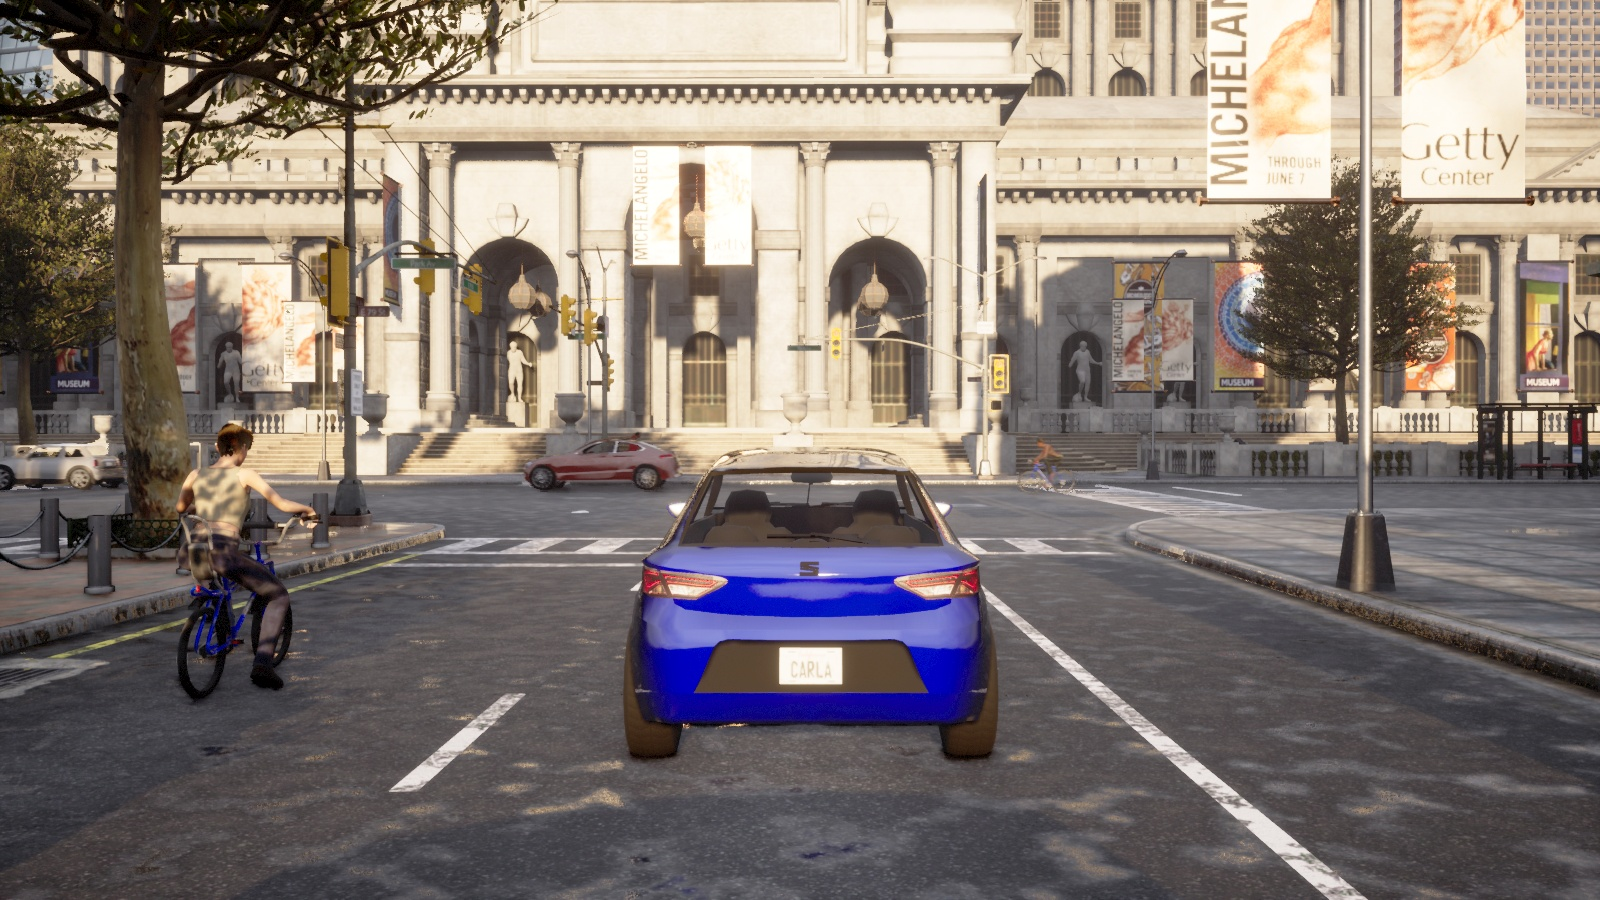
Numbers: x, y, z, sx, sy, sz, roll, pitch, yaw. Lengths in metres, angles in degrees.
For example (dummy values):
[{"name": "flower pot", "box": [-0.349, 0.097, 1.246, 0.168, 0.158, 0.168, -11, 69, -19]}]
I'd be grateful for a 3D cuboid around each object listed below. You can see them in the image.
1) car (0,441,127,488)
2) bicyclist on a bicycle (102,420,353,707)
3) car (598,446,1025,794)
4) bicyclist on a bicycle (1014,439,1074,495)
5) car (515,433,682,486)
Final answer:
[{"name": "car", "box": [-24.259, 0.463, 40.710, 3.806, 1.475, 1.970, 0, 0, 1]}, {"name": "bicyclist on a bicycle", "box": [-3.492, 0.636, 7.820, 0.866, 1.612, 1.509, 0, 0, 0]}, {"name": "car", "box": [0.057, 0.718, 7.451, 1.816, 1.474, 4.193, 0, 0, 0]}, {"name": "bicyclist on a bicycle", "box": [7.160, 0.497, 36.906, 1.656, 1.620, 0.582, 0, 0, 1]}, {"name": "car", "box": [-6.423, 0.291, 40.537, 5.027, 1.651, 2.152, 0, 0, 1]}]
